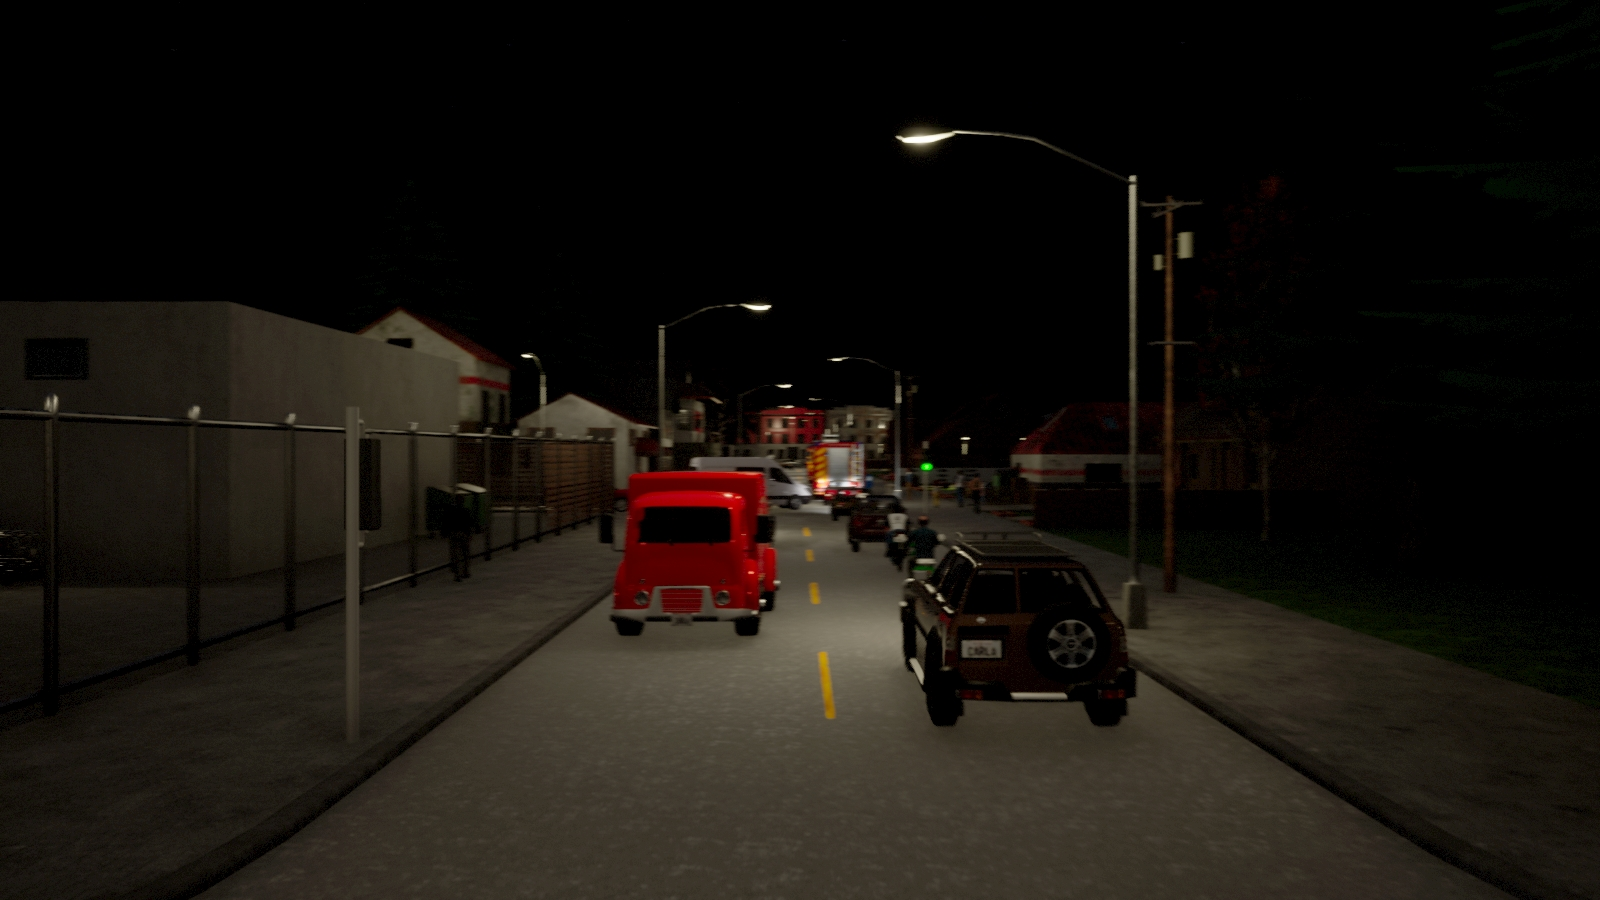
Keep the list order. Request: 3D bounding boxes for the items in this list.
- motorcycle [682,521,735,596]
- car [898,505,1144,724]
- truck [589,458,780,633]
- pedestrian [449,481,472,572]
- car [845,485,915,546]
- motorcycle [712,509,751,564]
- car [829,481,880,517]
[{"bbox_3d":[-1.700,1.997,21.404,0.856,1.236,1.805,0,0,0],"label":"motorcycle"},{"bbox_3d":[2.273,1.663,13.061,1.932,1.855,4.605,0,0,0],"label":"car"},{"bbox_3d":[-1.688,1.379,18.897,2.627,2.467,5.204,0,0,0],"label":"truck"},{"bbox_3d":[-7.000,1.567,23.552,0.375,1.860,0.375,0,0,0],"label":"pedestrian"},{"bbox_3d":[2.269,1.857,33.269,1.789,1.549,3.705,0,0,0],"label":"car"},{"bbox_3d":[-1.611,2.037,27.202,0.803,1.145,2.033,0,0,0],"label":"motorcycle"},{"bbox_3d":[2.238,2.007,47.791,1.895,1.301,4.718,0,0,0],"label":"car"}]
